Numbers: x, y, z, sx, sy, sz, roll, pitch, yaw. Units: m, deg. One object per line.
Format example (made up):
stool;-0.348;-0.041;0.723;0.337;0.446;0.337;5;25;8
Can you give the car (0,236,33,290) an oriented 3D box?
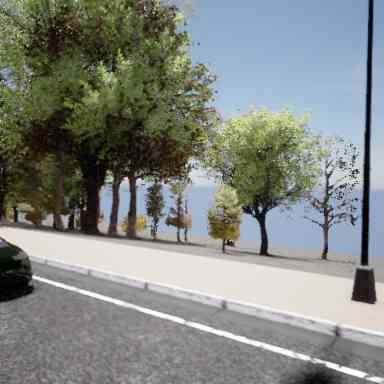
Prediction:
car;-5.513;1.454;7.590;4.181;1.385;1.994;1;0;35
